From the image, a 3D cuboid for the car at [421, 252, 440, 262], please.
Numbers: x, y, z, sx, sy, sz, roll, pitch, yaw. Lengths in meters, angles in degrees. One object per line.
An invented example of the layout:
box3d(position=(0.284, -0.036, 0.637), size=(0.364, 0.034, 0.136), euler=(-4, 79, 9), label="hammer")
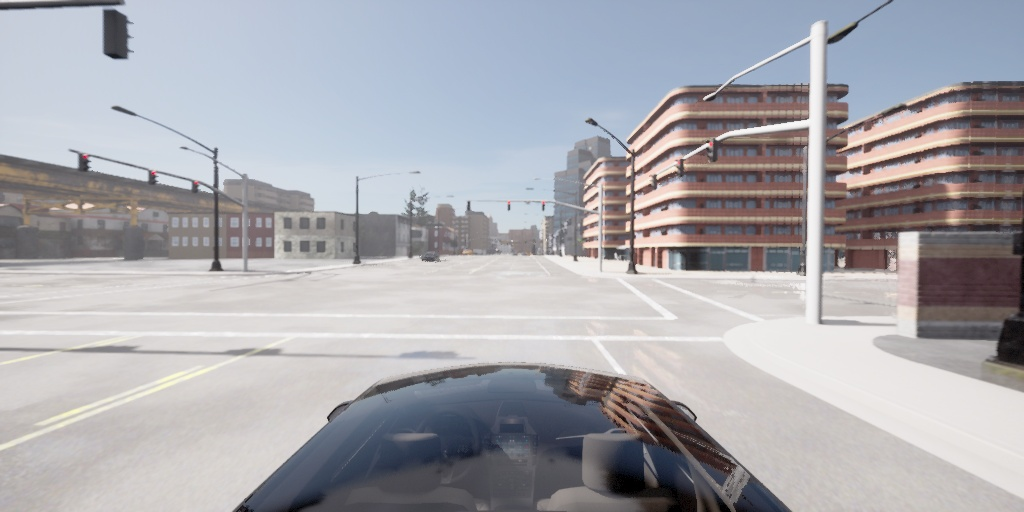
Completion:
box3d(position=(-11.918, 0.132, 52.592), size=(1.882, 1.535, 5.008), euler=(0, 3, 2), label="car")
